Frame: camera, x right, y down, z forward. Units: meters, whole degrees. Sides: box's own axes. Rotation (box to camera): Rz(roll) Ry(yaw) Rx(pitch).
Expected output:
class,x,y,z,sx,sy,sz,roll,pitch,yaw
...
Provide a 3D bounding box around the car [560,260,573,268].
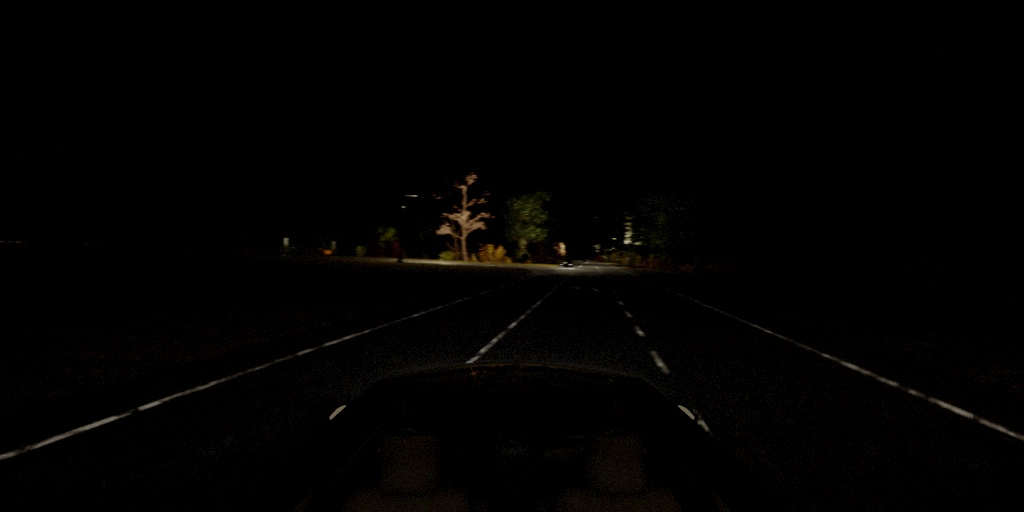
class,x,y,z,sx,sy,sz,roll,pitch,yaw
car,9.343,1.390,61.241,1.837,1.490,4.892,2,-1,12
